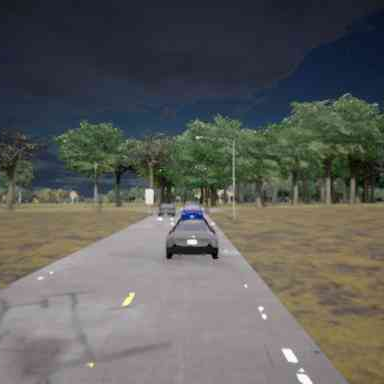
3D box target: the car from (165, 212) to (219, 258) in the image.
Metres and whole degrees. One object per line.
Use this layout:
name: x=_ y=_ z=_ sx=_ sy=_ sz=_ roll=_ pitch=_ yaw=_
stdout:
car: x=0.019 y=1.724 z=13.531 sx=1.994 sy=1.385 sz=4.181 roll=0 pitch=-1 yaw=0

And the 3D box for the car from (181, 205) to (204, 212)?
car: x=0.025 y=1.836 z=29.278 sx=1.882 sy=1.535 sz=5.008 roll=0 pitch=0 yaw=0

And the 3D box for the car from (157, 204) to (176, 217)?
car: x=-2.759 y=2.018 z=37.609 sx=2.033 sy=1.411 sz=5.357 roll=0 pitch=-1 yaw=0
